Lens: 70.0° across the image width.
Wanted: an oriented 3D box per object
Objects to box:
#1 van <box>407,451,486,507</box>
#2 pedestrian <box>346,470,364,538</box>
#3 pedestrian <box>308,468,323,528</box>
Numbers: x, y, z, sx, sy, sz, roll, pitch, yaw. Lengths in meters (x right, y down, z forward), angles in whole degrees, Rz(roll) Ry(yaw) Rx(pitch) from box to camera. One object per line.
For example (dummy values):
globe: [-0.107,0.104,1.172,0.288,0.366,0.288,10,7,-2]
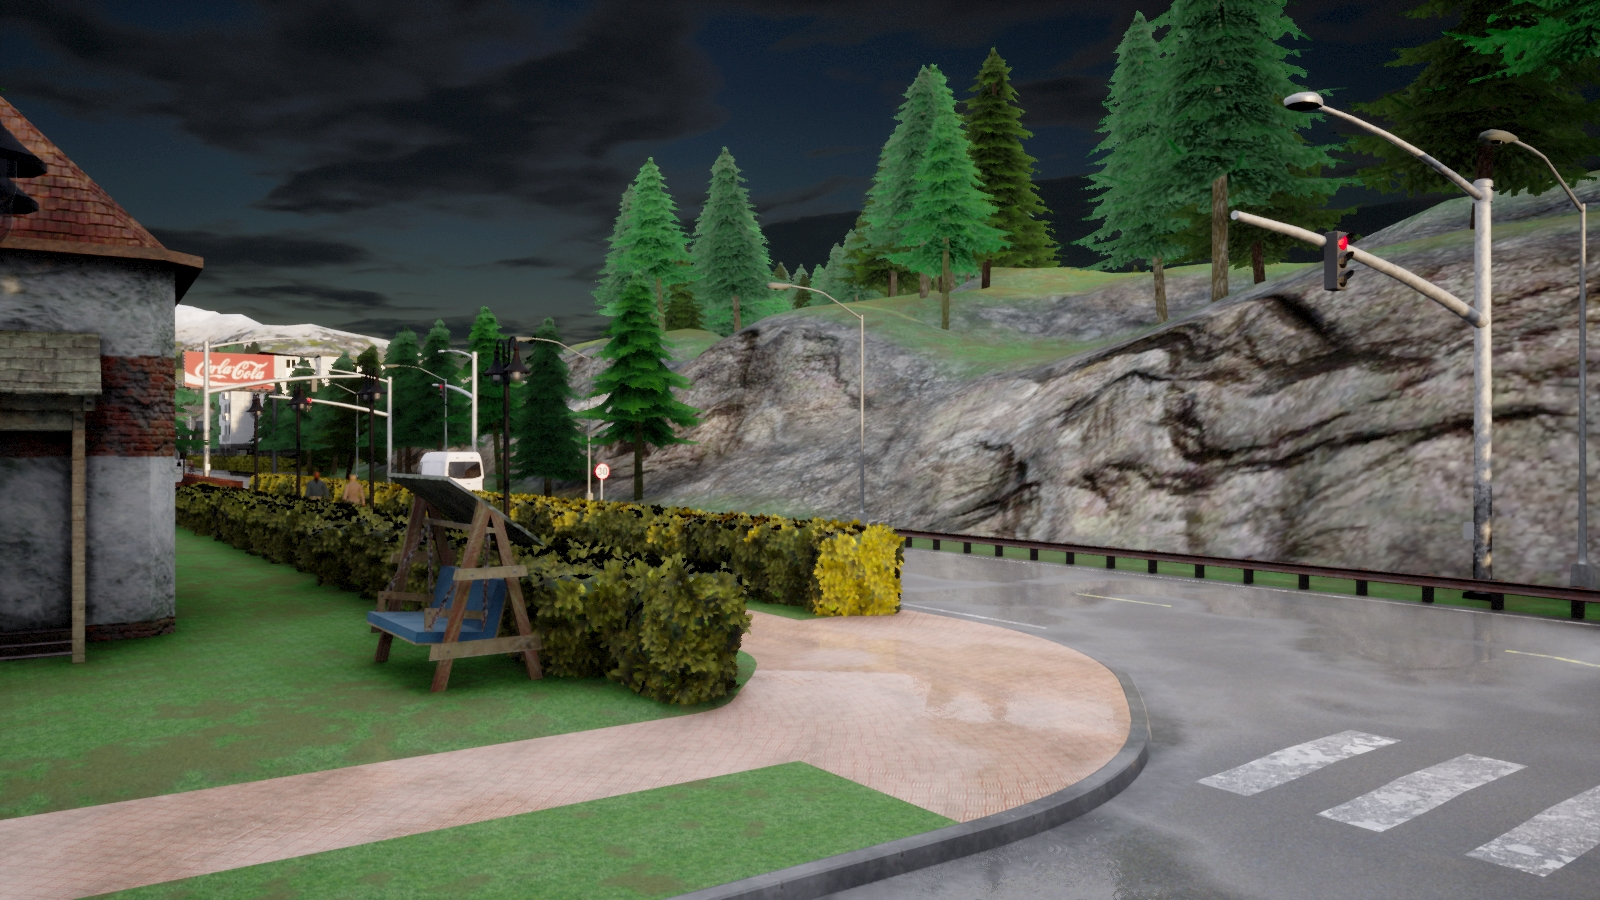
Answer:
van: [-17.321,1.338,55.782,1.988,2.561,5.915,0,0,-35]
pedestrian: [-12.456,1.500,31.971,0.375,1.860,0.375,0,0,-38]
pedestrian: [-15.189,1.501,35.836,0.375,1.860,0.375,0,0,-35]
